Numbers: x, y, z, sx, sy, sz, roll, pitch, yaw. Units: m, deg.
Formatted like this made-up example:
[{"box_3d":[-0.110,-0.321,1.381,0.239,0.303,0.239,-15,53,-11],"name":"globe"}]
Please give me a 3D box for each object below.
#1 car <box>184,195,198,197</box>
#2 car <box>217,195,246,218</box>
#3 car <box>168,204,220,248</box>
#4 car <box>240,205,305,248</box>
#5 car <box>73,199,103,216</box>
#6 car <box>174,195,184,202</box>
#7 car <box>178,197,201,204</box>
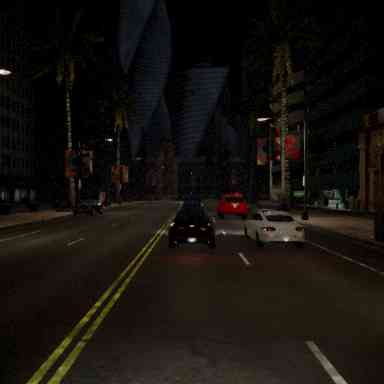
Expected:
[{"box_3d":[0.499,1.550,75.243,1.994,1.385,4.181,0,0,25],"name":"car"},{"box_3d":[3.500,1.255,29.680,2.150,2.045,5.566,0,0,0],"name":"car"},{"box_3d":[0.000,1.514,14.650,1.837,1.490,4.892,0,0,0],"name":"car"},{"box_3d":[3.500,1.530,14.650,1.812,1.442,4.674,0,0,0],"name":"car"},{"box_3d":[-10.086,1.477,32.549,2.231,1.521,4.892,0,0,0],"name":"car"},{"box_3d":[-2.513,1.497,77.038,1.837,1.490,4.892,0,0,25],"name":"car"},{"box_3d":[0.000,1.482,29.650,1.882,1.535,5.008,0,0,0],"name":"car"}]
